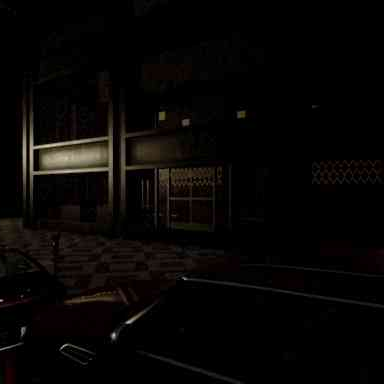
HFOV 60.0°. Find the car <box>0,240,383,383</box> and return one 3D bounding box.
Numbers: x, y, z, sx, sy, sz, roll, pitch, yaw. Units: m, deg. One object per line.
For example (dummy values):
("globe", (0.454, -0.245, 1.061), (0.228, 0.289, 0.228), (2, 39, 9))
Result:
("car", (0.760, 1.315, 2.415), (5.009, 1.841, 2.192), (0, 0, 34))
